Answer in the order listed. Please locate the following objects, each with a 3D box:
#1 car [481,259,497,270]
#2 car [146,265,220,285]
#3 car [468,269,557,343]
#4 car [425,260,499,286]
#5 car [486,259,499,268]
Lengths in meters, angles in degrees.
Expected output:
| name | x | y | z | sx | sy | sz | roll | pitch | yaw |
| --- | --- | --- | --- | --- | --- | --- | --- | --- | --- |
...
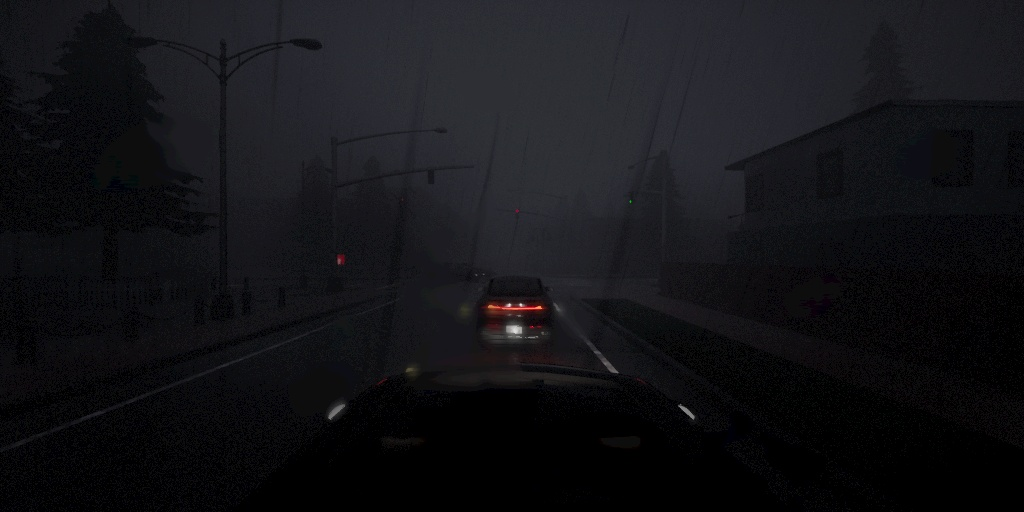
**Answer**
| name | x | y | z | sx | sy | sz | roll | pitch | yaw |
| --- | --- | --- | --- | --- | --- | --- | --- | --- | --- |
| car | -3.475 | 1.242 | 54.581 | 2.128 | 1.511 | 4.902 | 0 | 0 | 0 |
| car | -21.752 | 1.329 | 23.962 | 4.181 | 1.385 | 1.994 | 0 | 0 | -2 |
| car | 0.092 | 1.255 | 9.684 | 1.837 | 1.490 | 4.892 | 0 | 0 | 0 |
| car | -3.443 | 1.243 | 24.716 | 4.902 | 1.511 | 2.128 | 0 | 0 | -4 |
| car | -3.407 | 1.297 | 65.038 | 2.033 | 1.411 | 5.357 | 0 | 0 | 1 |
